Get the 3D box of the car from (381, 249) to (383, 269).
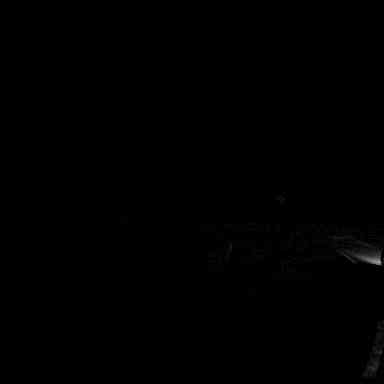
[{"bbox_3d":[5.897,1.571,7.861,1.994,1.385,4.181,0,0,23],"label":"car"}]
